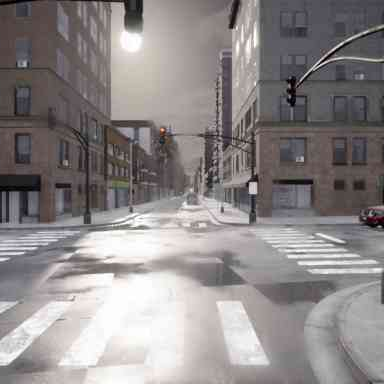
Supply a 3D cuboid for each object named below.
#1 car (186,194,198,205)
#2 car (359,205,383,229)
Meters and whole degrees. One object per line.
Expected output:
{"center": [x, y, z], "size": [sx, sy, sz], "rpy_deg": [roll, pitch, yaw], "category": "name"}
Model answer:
{"center": [0.000, 1.593, 60.066], "size": [2.033, 1.411, 5.357], "rpy_deg": [0, 0, 0], "category": "car"}
{"center": [12.058, 1.123, 18.418], "size": [5.009, 1.841, 2.192], "rpy_deg": [-1, 1, 0], "category": "car"}
